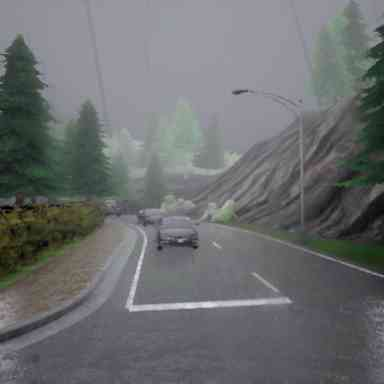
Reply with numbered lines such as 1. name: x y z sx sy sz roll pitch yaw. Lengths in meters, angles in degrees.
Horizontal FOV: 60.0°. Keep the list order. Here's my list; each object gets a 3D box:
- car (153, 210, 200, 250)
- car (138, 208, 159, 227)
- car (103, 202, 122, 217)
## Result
1. car: -0.820 1.891 16.477 1.837 1.490 4.892 0 -1 -8
2. car: -3.574 2.202 29.170 1.837 1.490 4.892 0 0 -18
3. car: -11.607 2.395 45.311 2.150 2.045 5.566 0 -2 -38
